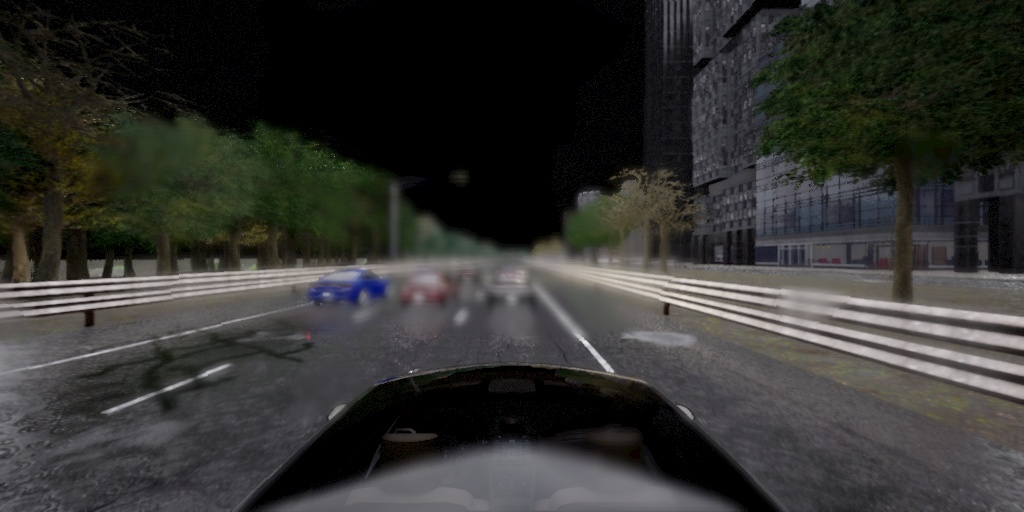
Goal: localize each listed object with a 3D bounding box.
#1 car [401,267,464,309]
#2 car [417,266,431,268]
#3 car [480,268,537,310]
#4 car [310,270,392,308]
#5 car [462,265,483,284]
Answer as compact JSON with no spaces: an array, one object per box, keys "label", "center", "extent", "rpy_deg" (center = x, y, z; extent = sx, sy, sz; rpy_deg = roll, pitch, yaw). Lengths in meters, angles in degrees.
[{"label":"car","center":[-3.470,1.409,15.757],"extent":[1.812,1.442,4.674],"rpy_deg":[0,0,1]},{"label":"car","center":[-6.986,1.557,29.384],"extent":[2.033,1.411,5.357],"rpy_deg":[0,0,0]},{"label":"car","center":[0.024,1.373,15.364],"extent":[2.128,1.511,4.902],"rpy_deg":[0,0,1]},{"label":"car","center":[-6.967,1.364,16.109],"extent":[1.882,1.535,5.008],"rpy_deg":[0,0,1]},{"label":"car","center":[-3.474,1.525,30.355],"extent":[1.837,1.490,4.892],"rpy_deg":[0,0,1]}]
